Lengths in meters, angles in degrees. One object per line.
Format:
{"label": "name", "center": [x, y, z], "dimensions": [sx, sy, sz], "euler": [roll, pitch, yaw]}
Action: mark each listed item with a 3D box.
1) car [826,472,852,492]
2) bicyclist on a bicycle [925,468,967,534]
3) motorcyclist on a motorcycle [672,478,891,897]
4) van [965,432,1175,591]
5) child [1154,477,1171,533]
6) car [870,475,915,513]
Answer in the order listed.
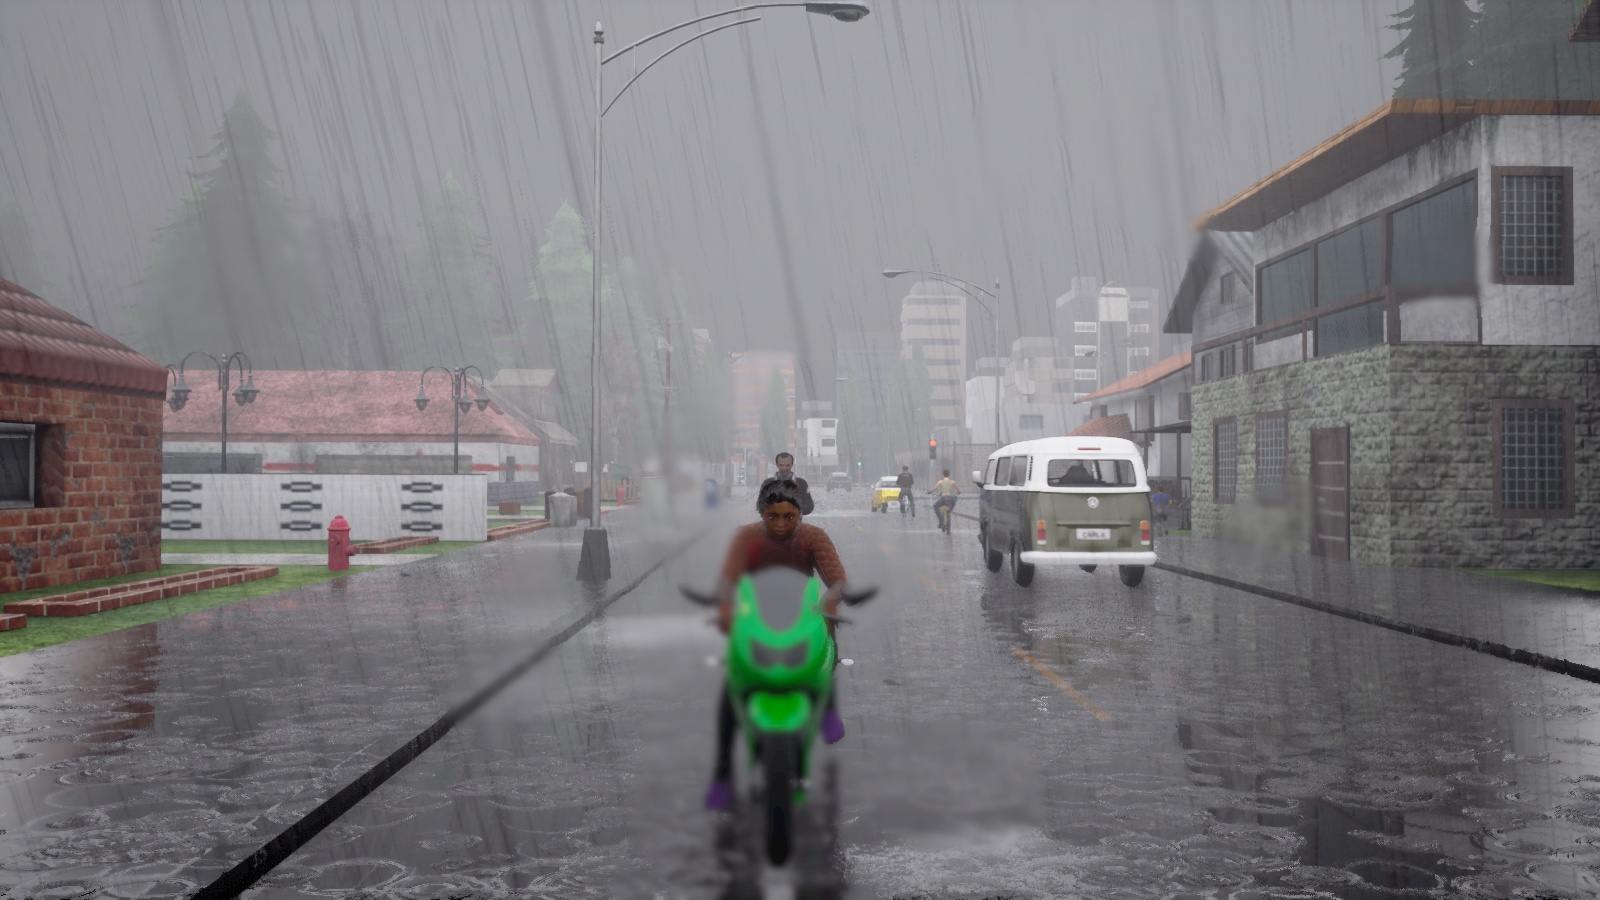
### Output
{"label": "car", "center": [2.979, 2.427, 96.602], "dimensions": [1.837, 1.490, 4.892], "euler": [0, -1, -1]}
{"label": "bicyclist on a bicycle", "center": [3.657, 1.266, 31.592], "dimensions": [0.866, 1.612, 1.509], "euler": [0, -1, -1]}
{"label": "motorcyclist on a motorcycle", "center": [-0.079, 0.892, 5.631], "dimensions": [0.797, 1.523, 2.044], "euler": [0, -1, -1]}
{"label": "van", "center": [3.787, 0.833, 18.504], "dimensions": [2.069, 2.038, 4.480], "euler": [0, -1, -1]}
{"label": "child", "center": [8.283, 1.252, 28.703], "dimensions": [0.270, 1.263, 0.437], "euler": [0, -1, 2]}
{"label": "car", "center": [3.493, 1.654, 47.662], "dimensions": [1.481, 1.376, 2.207], "euler": [0, -1, -1]}
